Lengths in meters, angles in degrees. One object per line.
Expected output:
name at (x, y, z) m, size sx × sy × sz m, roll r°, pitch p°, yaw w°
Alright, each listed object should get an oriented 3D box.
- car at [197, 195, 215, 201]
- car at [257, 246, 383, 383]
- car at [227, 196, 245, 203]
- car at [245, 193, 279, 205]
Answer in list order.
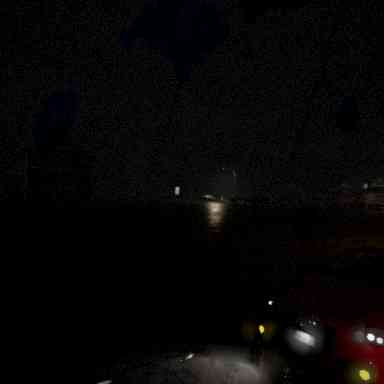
car at (3.223, 1.373, 76.304) m, size 1.895 × 1.301 × 4.718 m, roll 3°, pitch -1°, yaw -35°
car at (2.996, 1.607, 5.193) m, size 4.181 × 1.385 × 1.994 m, roll 1°, pitch 0°, yaw -35°
car at (9.253, 1.510, 67.770) m, size 1.837 × 1.490 × 4.892 m, roll 3°, pitch -1°, yaw -35°
car at (12.275, 1.180, 57.346) m, size 2.150 × 2.045 × 5.566 m, roll 3°, pitch -1°, yaw -35°
